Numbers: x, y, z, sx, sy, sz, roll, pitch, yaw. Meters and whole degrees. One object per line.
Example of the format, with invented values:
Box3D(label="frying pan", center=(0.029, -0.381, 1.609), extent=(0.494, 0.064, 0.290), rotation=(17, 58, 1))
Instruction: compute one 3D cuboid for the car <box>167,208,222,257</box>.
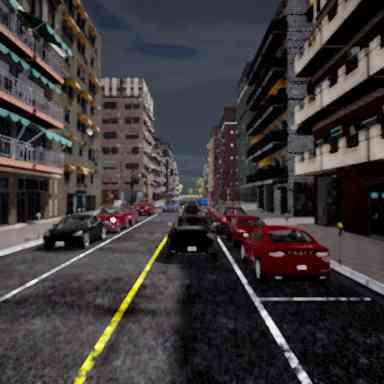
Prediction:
Box3D(label="car", center=(0.020, 1.648, 13.497), extent=(1.837, 1.490, 4.892), rotation=(0, 0, 0))

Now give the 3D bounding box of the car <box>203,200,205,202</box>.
Box3D(label="car", center=(2.555, 1.934, 37.952), extent=(1.887, 1.381, 4.507), rotation=(0, -1, 0))

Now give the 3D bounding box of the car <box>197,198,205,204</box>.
Box3D(label="car", center=(2.541, 2.493, 92.794), extent=(1.947, 1.339, 4.313), rotation=(0, -1, 0))

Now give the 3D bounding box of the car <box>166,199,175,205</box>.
Box3D(label="car", center=(-5.304, 2.365, 81.741), extent=(1.887, 1.381, 4.507), rotation=(0, -1, 0))

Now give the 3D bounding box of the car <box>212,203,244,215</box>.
Box3D(label="car", center=(2.559, 1.659, 21.171), extent=(1.967, 1.590, 4.097), rotation=(0, -1, 0))

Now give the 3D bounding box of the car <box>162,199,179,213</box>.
Box3D(label="car", center=(-2.781, 1.807, 44.623), extent=(2.097, 1.767, 4.553), rotation=(0, 0, 0))

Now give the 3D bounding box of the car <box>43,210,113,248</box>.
Box3D(label="car", center=(-5.320, 1.728, 15.574), extent=(1.947, 1.339, 4.313), rotation=(0, -1, 0))

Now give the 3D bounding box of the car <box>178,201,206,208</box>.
Box3D(label="car", center=(0.020, 1.823, 28.889), extent=(1.812, 1.442, 4.674), rotation=(0, 0, 1))

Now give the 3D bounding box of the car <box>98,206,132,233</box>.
Box3D(label="car", center=(-5.321, 1.660, 21.169), extent=(1.967, 1.590, 4.097), rotation=(0, -1, 0))

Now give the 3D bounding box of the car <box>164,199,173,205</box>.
Box3D(label="car", center=(-5.302, 2.349, 76.152), extent=(1.802, 1.307, 4.206), rotation=(0, -1, 0))

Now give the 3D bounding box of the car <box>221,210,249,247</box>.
Box3D(label="car", center=(2.561, 1.744, 15.576), extent=(1.802, 1.307, 4.206), rotation=(0, -1, 0))

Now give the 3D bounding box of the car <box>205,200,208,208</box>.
Box3D(label="car", center=(2.556, 1.773, 32.359), extent=(1.967, 1.590, 4.097), rotation=(0, -1, 0))

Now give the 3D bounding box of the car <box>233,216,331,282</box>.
Box3D(label="car", center=(2.562, 1.649, 9.982), extent=(1.887, 1.381, 4.507), rotation=(0, -1, 0))

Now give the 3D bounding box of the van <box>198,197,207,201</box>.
Box3D(label="van", center=(2.545, 2.106, 75.995), extent=(1.690, 1.788, 3.998), rotation=(0, -1, 0))

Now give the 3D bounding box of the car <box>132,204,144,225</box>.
Box3D(label="car", center=(-5.323, 1.858, 26.762), extent=(1.802, 1.307, 4.206), rotation=(0, -1, 0))

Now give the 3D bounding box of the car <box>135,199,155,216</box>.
Box3D(label="car", center=(-5.326, 1.704, 37.953), extent=(2.192, 1.841, 5.009), rotation=(0, -1, 0))

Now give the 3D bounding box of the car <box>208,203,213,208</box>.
Box3D(label="car", center=(2.558, 1.716, 26.765), extent=(1.967, 1.590, 4.097), rotation=(0, -1, 0))
